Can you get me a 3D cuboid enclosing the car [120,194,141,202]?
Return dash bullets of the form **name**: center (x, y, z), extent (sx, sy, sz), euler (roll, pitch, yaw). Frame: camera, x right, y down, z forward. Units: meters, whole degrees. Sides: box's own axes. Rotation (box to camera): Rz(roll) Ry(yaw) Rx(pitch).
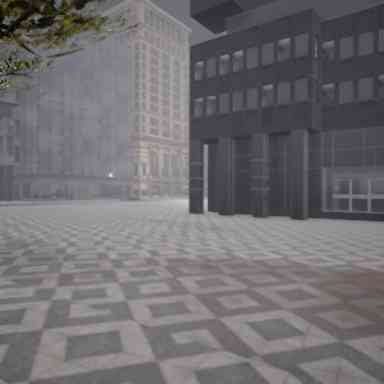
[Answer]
- **car**: center (-12.097, 1.219, 65.632), extent (1.812, 1.442, 4.674), euler (0, 0, 36)
